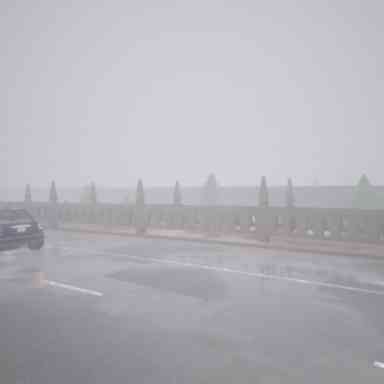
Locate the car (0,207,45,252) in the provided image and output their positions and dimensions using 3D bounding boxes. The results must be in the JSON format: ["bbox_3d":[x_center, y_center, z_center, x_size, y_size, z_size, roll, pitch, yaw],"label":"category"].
[{"bbox_3d":[-7.762,1.329,12.529,4.553,1.767,2.097,0,0,29],"label":"car"}]
